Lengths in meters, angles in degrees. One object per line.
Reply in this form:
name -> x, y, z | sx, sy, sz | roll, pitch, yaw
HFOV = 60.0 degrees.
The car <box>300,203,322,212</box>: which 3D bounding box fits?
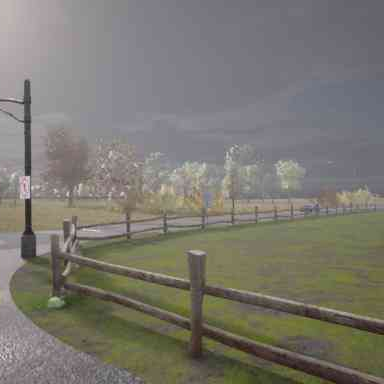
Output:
car -> 18.949, 2.449, 52.945 | 2.033, 1.411, 5.357 | -1, -2, 40
